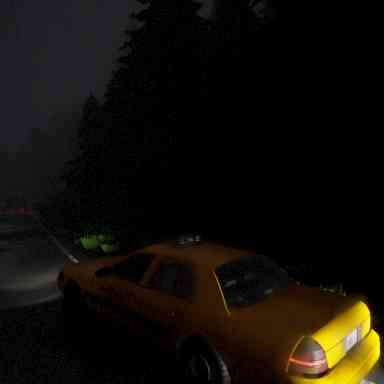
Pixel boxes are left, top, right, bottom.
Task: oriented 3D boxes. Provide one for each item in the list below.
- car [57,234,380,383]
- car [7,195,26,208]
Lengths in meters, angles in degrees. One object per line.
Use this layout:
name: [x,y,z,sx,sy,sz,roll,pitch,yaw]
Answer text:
car: [-0.255,1.417,5.086,5.366,1.575,1.801,1,1,44]
car: [-21.131,1.057,40.065,2.128,1.511,4.902,-2,2,-26]
